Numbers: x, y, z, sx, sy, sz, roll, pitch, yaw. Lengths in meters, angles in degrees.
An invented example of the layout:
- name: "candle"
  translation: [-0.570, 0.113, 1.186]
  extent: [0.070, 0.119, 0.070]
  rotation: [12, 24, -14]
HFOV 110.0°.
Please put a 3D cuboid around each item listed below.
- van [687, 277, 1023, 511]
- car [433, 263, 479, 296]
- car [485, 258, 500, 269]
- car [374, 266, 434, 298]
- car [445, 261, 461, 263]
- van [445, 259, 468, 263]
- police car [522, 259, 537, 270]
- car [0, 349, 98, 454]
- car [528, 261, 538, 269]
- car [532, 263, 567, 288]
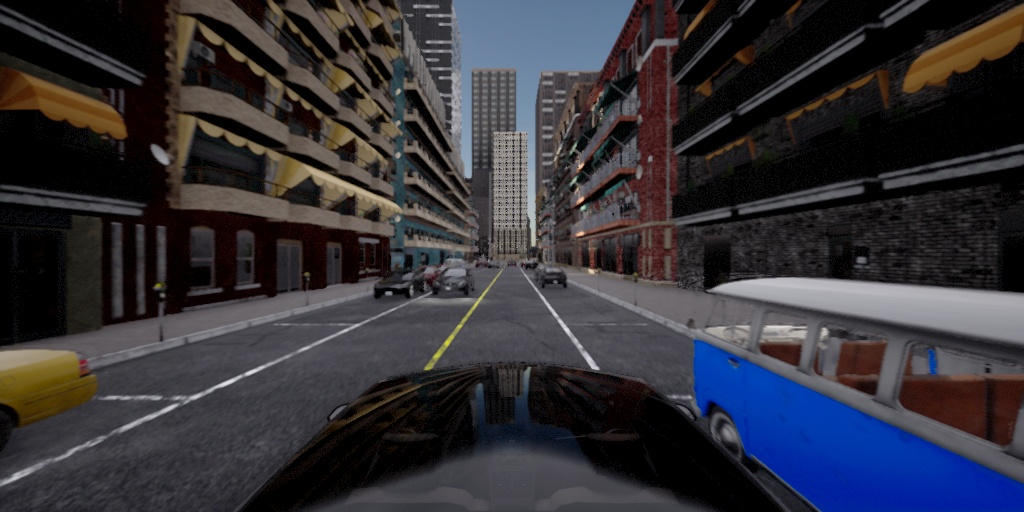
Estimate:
- name: "van"
  translation: [2.688, 1.092, 2.193]
  extent: [1.690, 1.789, 3.998]
  rotation: [0, 0, 0]
- name: "car"
  translation: [-3.105, 1.326, 19.838]
  extent: [1.812, 1.442, 4.674]
  rotation: [0, 0, 0]
- name: "car"
  translation: [-3.061, 1.433, 60.163]
  extent: [1.837, 1.490, 4.892]
  rotation: [0, 0, 1]
- name: "car"
  translation: [-5.697, 1.363, 18.772]
  extent: [1.948, 1.339, 4.313]
  rotation: [0, 0, 0]
- name: "car"
  translation: [-5.701, 1.375, 29.820]
  extent: [1.888, 1.381, 4.507]
  rotation: [0, 0, 0]
- name: "van"
  translation: [-5.703, 1.187, 35.343]
  extent: [1.690, 1.789, 3.998]
  rotation: [0, 0, 0]
- name: "police car"
  translation: [2.984, 1.333, 55.342]
  extent: [1.930, 1.638, 5.238]
  rotation: [0, 0, 0]
- name: "car"
  translation: [-5.693, 1.277, 2.033]
  extent: [1.751, 1.417, 4.829]
  rotation: [0, 0, 0]
- name: "car"
  translation: [2.680, 1.380, 29.809]
  extent: [2.007, 1.370, 4.403]
  rotation: [0, 0, 0]
- name: "car"
  translation: [2.682, 1.364, 24.285]
  extent: [2.007, 1.370, 4.403]
  rotation: [0, 0, 0]
